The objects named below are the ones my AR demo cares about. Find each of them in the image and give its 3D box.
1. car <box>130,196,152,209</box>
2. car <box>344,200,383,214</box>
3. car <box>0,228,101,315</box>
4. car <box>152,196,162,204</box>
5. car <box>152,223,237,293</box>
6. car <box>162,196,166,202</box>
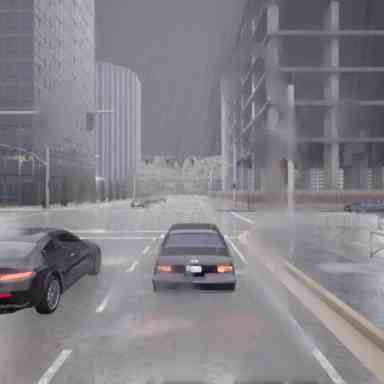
[{"bbox_3d":[-7.178,1.488,45.586,2.128,1.511,4.902,0,0,0],"label":"car"},{"bbox_3d":[17.800,1.507,33.793,4.181,1.385,1.994,0,0,0],"label":"car"},{"bbox_3d":[-3.454,1.525,7.459,1.812,1.442,4.674,0,0,0],"label":"car"},{"bbox_3d":[-7.176,1.503,61.730,1.837,1.490,4.892,0,0,0],"label":"car"},{"bbox_3d":[0.054,1.547,8.976,2.033,1.411,5.357,0,0,0],"label":"car"},{"bbox_3d":[-7.144,1.547,76.655,1.994,1.385,4.181,0,0,0],"label":"car"}]
